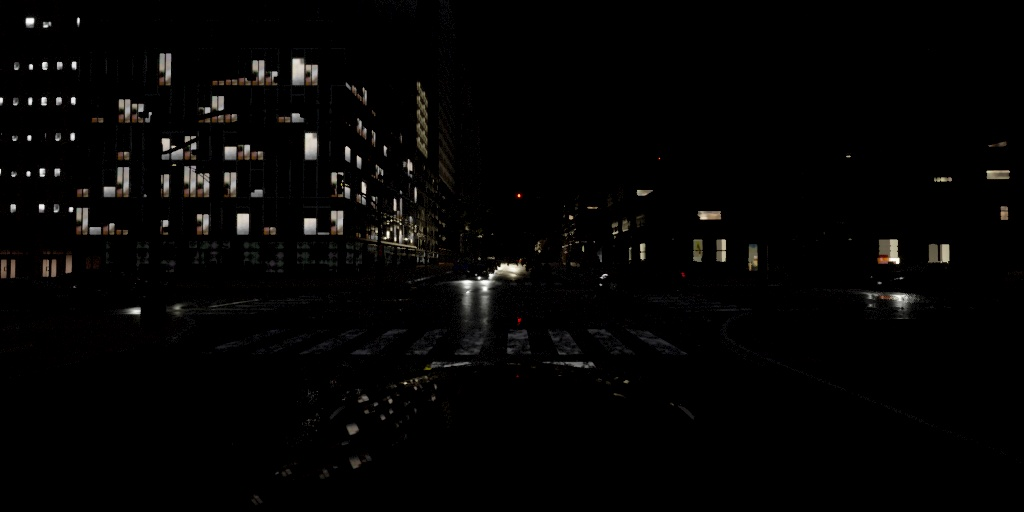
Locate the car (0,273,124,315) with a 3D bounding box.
[{"bbox_3d":[-17.398,1.412,13.170,4.207,1.307,1.802,0,0,1],"label":"car"}]

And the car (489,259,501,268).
[{"bbox_3d":[-2.938,1.234,62.720,1.882,1.535,5.008,0,0,1],"label":"car"}]

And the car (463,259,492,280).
[{"bbox_3d":[-3.017,1.280,32.071,1.812,1.442,4.674,0,0,-1],"label":"car"}]

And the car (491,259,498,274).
[{"bbox_3d":[-3.024,1.319,42.020,1.994,1.385,4.181,0,0,0],"label":"car"}]

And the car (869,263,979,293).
[{"bbox_3d":[21.357,1.090,18.531,4.674,1.442,1.812,-1,-1,1],"label":"car"}]

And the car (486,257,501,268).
[{"bbox_3d":[-3.003,1.303,52.300,2.033,1.411,5.357,0,0,0],"label":"car"}]

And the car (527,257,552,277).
[{"bbox_3d":[2.753,1.194,34.972,1.967,1.591,4.097,0,0,0],"label":"car"}]

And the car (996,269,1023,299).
[{"bbox_3d":[20.710,0.994,12.734,4.829,1.417,1.751,0,0,1],"label":"car"}]

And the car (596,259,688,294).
[{"bbox_3d":[6.898,1.069,19.481,4.553,1.767,2.097,-1,-1,11],"label":"car"}]

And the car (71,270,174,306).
[{"bbox_3d":[-17.867,1.359,15.783,5.008,1.535,1.882,-1,-1,1],"label":"car"}]

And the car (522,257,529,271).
[{"bbox_3d":[2.774,1.070,46.320,2.192,1.841,5.009,0,0,0],"label":"car"}]

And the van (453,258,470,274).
[{"bbox_3d":[-5.618,1.096,40.623,1.690,1.789,3.998,0,0,0],"label":"van"}]
